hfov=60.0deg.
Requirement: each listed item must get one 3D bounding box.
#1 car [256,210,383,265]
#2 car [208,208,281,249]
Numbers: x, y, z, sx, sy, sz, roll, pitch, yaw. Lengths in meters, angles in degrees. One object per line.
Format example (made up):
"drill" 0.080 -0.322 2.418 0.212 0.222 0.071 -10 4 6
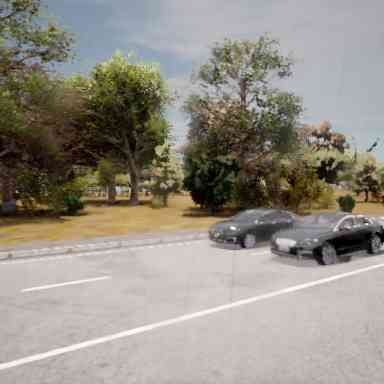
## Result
"car" 4.837 1.472 11.633 4.902 1.511 2.128 0 0 -35
"car" 2.939 1.487 14.576 4.892 1.490 1.837 0 0 -35
